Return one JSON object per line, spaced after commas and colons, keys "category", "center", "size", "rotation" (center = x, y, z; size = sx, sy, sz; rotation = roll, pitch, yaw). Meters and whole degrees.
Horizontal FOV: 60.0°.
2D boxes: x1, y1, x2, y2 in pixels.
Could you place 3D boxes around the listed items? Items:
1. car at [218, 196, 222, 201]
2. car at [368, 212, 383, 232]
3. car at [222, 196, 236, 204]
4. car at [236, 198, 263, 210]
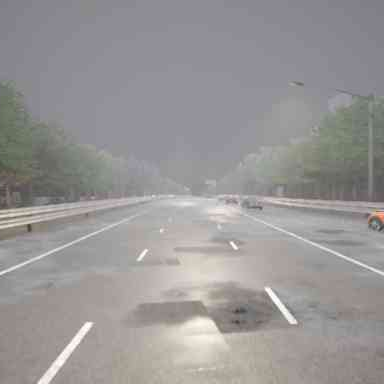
{"category": "car", "center": [7.037, 1.518, 77.813], "size": [1.895, 1.301, 4.718], "rotation": [0, 0, 0]}
{"category": "car", "center": [11.640, 1.362, 17.540], "size": [2.097, 1.767, 4.553], "rotation": [0, 0, -17]}
{"category": "car", "center": [6.980, 1.444, 60.132], "size": [1.812, 1.442, 4.674], "rotation": [0, 0, 0]}
{"category": "car", "center": [7.323, 1.497, 41.115], "size": [2.033, 1.411, 5.357], "rotation": [0, 0, -3]}
